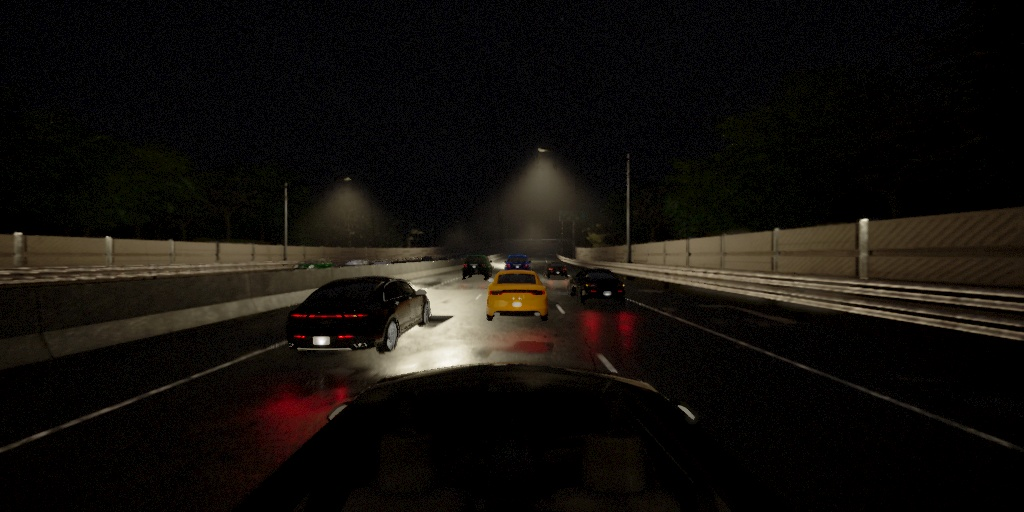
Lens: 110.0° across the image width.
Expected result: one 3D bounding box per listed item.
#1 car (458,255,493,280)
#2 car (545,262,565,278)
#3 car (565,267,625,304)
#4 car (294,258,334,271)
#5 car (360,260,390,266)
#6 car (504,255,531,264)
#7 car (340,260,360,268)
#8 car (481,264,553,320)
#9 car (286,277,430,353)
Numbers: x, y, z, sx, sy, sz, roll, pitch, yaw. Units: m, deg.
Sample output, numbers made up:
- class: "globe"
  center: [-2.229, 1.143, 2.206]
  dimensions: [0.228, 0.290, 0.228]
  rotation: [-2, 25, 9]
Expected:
- class: "car"
  center: [-2.992, 0.961, 31.595]
  dimensions: [2.150, 2.045, 5.566]
  rotation: [0, 0, 1]
- class: "car"
  center: [4.063, 1.270, 33.498]
  dimensions: [1.812, 1.442, 4.674]
  rotation: [0, 0, 2]
- class: "car"
  center: [3.726, 1.274, 16.167]
  dimensions: [1.812, 1.442, 4.674]
  rotation: [0, 0, 1]
- class: "car"
  center: [-20.522, 1.074, 37.327]
  dimensions: [2.097, 1.767, 4.553]
  rotation: [0, 0, 2]
- class: "car"
  center: [-13.533, 1.292, 36.955]
  dimensions: [1.994, 1.385, 4.181]
  rotation: [0, 0, 2]
- class: "car"
  center: [0.507, 0.964, 31.540]
  dimensions: [2.150, 2.045, 5.566]
  rotation: [0, 0, 1]
- class: "car"
  center: [-16.962, 1.216, 39.220]
  dimensions: [2.128, 1.511, 4.902]
  rotation: [0, 0, 2]
- class: "car"
  center: [0.170, 1.225, 12.662]
  dimensions: [1.882, 1.535, 5.008]
  rotation: [0, 0, 1]
- class: "car"
  center: [-3.362, 1.251, 8.773]
  dimensions: [1.837, 1.490, 4.892]
  rotation: [0, 0, 0]
